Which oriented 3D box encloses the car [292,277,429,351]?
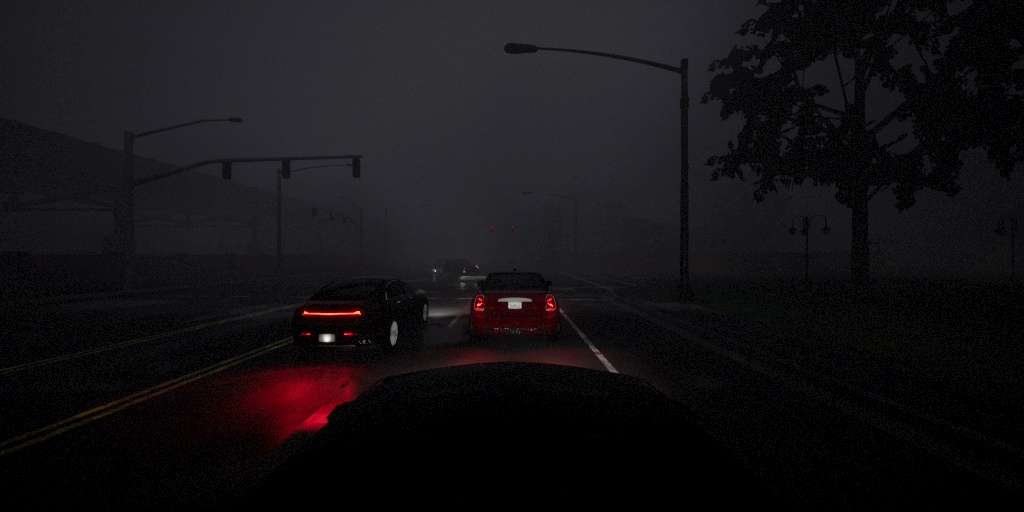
[{"bbox_3d":[-3.421,1.255,8.997,1.837,1.490,4.892,0,0,-1],"label":"car"}]

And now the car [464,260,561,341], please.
[{"bbox_3d":[0.075,1.102,9.990,2.097,1.767,4.553,0,0,0],"label":"car"}]

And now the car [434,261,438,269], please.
[{"bbox_3d":[-10.620,1.152,54.606,1.837,1.490,4.892,0,1,0],"label":"car"}]

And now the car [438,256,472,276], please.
[{"bbox_3d":[-5.325,1.085,36.791,2.097,1.767,4.553,0,0,-40],"label":"car"}]
